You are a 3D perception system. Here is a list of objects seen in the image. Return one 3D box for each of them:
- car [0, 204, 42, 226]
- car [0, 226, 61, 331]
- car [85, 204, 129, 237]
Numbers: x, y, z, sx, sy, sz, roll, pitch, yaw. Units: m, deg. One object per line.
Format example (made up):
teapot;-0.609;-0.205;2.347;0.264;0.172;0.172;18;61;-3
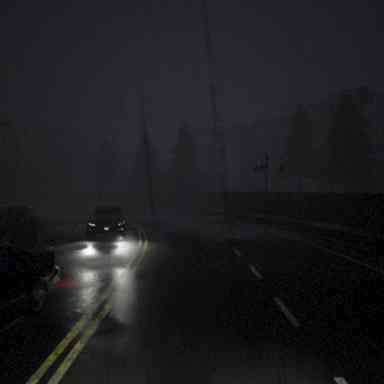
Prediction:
car;-7.439;1.290;12.628;2.097;1.767;4.553;0;0;-5
car;-3.653;1.524;4.700;2.033;1.411;5.357;0;0;-1
car;-4.391;1.421;17.528;1.837;1.490;4.892;0;0;-12
